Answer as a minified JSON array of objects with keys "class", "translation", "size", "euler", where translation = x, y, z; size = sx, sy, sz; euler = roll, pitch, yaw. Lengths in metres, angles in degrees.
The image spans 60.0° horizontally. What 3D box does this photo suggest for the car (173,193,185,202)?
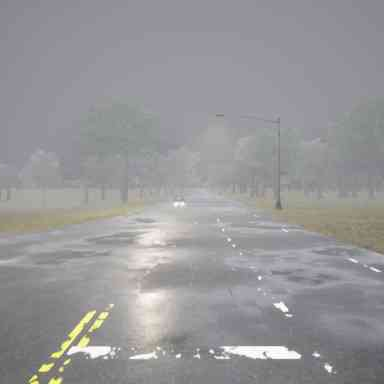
[{"class":"car","translation":[-2.190,1.016,58.522],"size":[2.128,1.511,4.902],"euler":[0,1,2]}]
